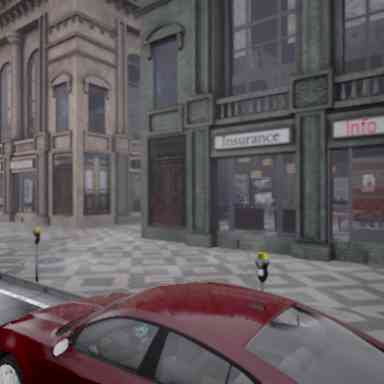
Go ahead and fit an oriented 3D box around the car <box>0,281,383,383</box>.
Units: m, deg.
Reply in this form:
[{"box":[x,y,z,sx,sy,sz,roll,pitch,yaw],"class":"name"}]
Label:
[{"box":[-0.093,1.546,3.034,4.507,1.381,1.887,0,0,36],"class":"car"}]
